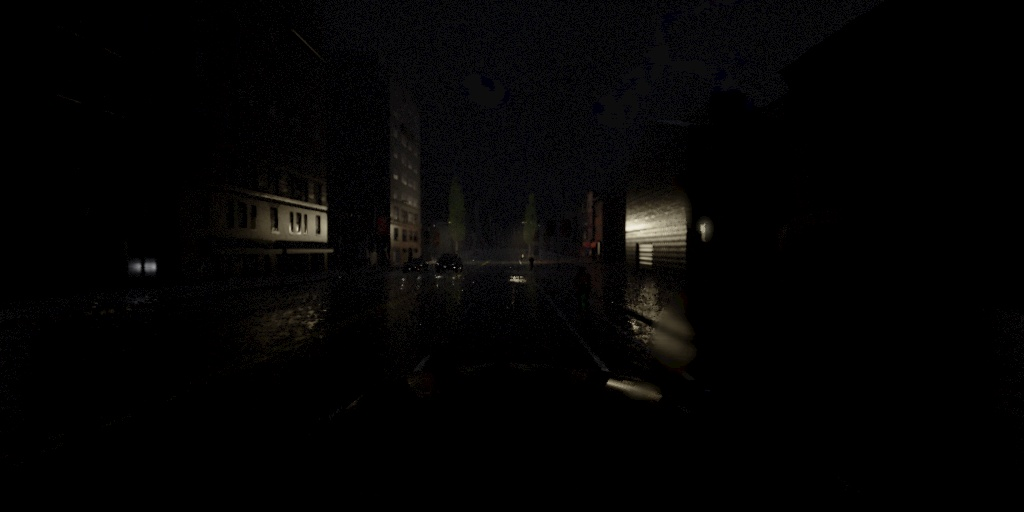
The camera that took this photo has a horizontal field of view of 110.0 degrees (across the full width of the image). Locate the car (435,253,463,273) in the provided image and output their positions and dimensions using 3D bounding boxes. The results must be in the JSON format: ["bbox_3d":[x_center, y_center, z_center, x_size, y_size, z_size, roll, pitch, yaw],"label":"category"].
[{"bbox_3d":[-6.527,0.693,37.758,2.150,2.045,5.566,0,0,0],"label":"car"}]

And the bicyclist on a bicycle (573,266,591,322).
[{"bbox_3d":[2.180,1.153,11.059,0.582,1.620,1.656,0,0,1],"label":"bicyclist on a bicycle"}]

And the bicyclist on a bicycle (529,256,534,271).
[{"bbox_3d":[2.160,0.822,39.489,0.659,1.776,1.843,0,1,1],"label":"bicyclist on a bicycle"}]

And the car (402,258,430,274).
[{"bbox_3d":[-9.789,0.985,36.812,1.837,1.490,4.892,0,0,1],"label":"car"}]
